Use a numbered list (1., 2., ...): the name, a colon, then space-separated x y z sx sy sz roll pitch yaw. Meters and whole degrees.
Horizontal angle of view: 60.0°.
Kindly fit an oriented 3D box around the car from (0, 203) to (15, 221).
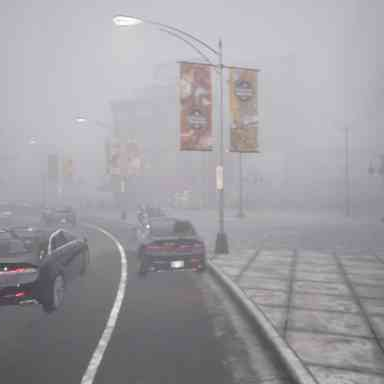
1. car: -15.770 1.805 26.560 1.895 1.301 4.718 0 0 -38

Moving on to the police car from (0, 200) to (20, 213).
1. police car: -21.520 1.705 36.920 5.238 1.638 1.930 -1 0 40

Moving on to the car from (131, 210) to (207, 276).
1. car: -0.853 1.542 10.572 1.837 1.490 4.892 0 0 -12

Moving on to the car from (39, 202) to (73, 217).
1. car: -14.476 1.813 35.171 1.895 1.301 4.718 0 0 -42

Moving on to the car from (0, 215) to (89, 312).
1. car: -3.661 1.544 7.702 2.128 1.511 4.902 0 0 -7

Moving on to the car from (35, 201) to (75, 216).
1. car: -9.525 1.637 23.536 2.128 1.511 4.902 0 0 -30
